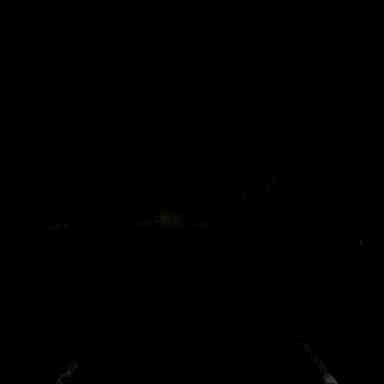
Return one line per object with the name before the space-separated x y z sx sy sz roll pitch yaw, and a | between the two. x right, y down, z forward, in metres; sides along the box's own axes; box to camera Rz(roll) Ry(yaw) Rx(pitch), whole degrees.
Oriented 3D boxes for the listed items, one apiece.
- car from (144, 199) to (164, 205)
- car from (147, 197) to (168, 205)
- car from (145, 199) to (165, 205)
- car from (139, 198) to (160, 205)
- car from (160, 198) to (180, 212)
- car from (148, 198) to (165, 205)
car | -9.540 2.513 83.950 4.892 1.521 2.231 0 -2 0
car | -9.450 2.580 92.275 5.566 2.045 2.435 0 -2 0
car | -9.522 2.611 86.721 5.008 1.535 2.097 0 -2 0
car | -9.367 2.419 81.182 5.366 1.575 1.946 0 -2 0
car | -2.773 1.764 44.932 2.097 1.767 4.553 0 0 1
car | -9.528 2.594 89.500 4.553 1.767 2.185 0 -2 0
